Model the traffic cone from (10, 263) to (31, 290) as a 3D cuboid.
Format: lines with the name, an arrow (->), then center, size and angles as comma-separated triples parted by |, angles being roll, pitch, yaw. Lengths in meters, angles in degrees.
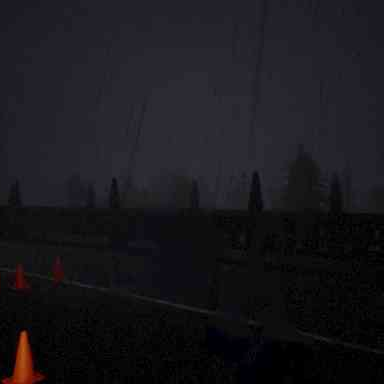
traffic cone -> -4.120, 2.009, 7.985 | 0.340, 0.580, 0.340 | -1, 0, 36

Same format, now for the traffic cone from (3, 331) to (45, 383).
traffic cone -> -2.034, 1.982, 4.030 | 0.340, 0.580, 0.340 | -1, 0, 36

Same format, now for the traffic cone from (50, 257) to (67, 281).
traffic cone -> -3.538, 2.008, 8.798 | 0.340, 0.580, 0.340 | -1, 0, 36
